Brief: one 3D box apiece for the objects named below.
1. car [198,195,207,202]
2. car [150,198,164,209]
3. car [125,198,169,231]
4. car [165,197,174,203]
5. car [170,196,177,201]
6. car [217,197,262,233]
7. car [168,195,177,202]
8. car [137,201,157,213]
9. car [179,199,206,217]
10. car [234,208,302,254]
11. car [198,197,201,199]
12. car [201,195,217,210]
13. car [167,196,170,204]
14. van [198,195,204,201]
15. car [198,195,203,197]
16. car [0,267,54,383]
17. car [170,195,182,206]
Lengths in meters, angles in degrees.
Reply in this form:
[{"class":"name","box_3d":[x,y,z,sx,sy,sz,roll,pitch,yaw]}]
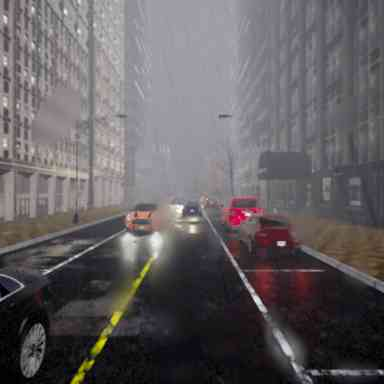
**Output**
[{"class":"car","box_3d":[2.570,1.651,84.400,2.192,1.841,5.009,0,0,0]},{"class":"car","box_3d":[-5.315,1.734,50.947,1.752,1.417,4.829,0,0,0]},{"class":"car","box_3d":[-2.849,1.441,21.229,2.097,1.767,4.553,0,0,0]},{"class":"car","box_3d":[-5.314,1.860,78.854,1.887,1.381,4.507,0,0,0]},{"class":"car","box_3d":[-5.314,1.816,95.497,1.967,1.590,4.097,0,0,0]},{"class":"car","box_3d":[2.981,1.315,20.583,2.150,2.045,5.566,0,0,0]},{"class":"car","box_3d":[-5.314,1.671,89.950,2.192,1.841,5.009,0,0,0]},{"class":"car","box_3d":[-5.315,1.748,40.022,1.802,1.307,4.206,0,0,0]},{"class":"car","box_3d":[0.038,1.699,32.430,1.994,1.385,4.181,0,0,1]},{"class":"car","box_3d":[3.024,1.583,13.551,1.812,1.442,4.674,0,0,0]},{"class":"car","box_3d":[0.051,1.752,45.658,1.994,1.385,4.181,0,0,1]},{"class":"car","box_3d":[2.565,1.628,45.570,1.967,1.590,4.097,0,0,0]},{"class":"car","box_3d":[-5.315,1.797,56.664,1.947,1.339,4.313,0,0,0]},{"class":"van","box_3d":[2.567,1.717,95.497,1.690,1.788,3.998,0,0,0]},{"class":"car","box_3d":[2.566,1.820,73.477,1.752,1.417,4.829,0,0,0]},{"class":"car","box_3d":[-2.820,1.502,2.644,2.128,1.511,4.902,0,0,0]},{"class":"car","box_3d":[-2.785,1.774,61.557,1.812,1.442,4.674,0,0,1]}]
